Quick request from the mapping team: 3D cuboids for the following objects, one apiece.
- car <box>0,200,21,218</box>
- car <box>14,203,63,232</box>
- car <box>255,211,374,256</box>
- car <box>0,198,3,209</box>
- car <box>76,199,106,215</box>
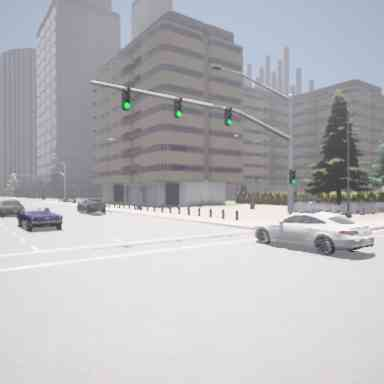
[{"bbox_3d":[-16.682,1.489,30.708,1.837,1.490,4.892,0,0,-35],"label":"car"},{"bbox_3d":[-9.444,1.586,20.540,1.895,1.301,4.718,0,0,-35],"label":"car"},{"bbox_3d":[4.553,1.488,13.017,1.812,1.442,4.674,0,0,-35],"label":"car"},{"bbox_3d":[-27.673,1.585,46.301,1.895,1.301,4.718,0,0,-35],"label":"car"},{"bbox_3d":[-10.346,1.498,34.047,1.837,1.490,4.892,0,0,-35],"label":"car"}]
